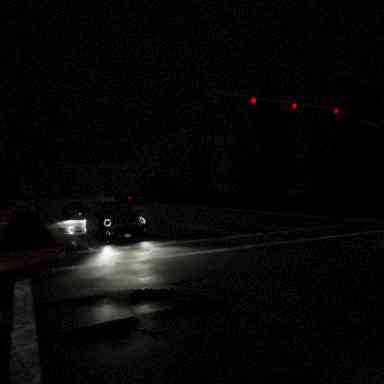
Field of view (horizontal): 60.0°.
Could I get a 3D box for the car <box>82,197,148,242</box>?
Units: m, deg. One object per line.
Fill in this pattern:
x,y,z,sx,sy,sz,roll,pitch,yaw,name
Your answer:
-3.794,1.305,16.338,2.097,1.767,4.553,-2,1,-27,car

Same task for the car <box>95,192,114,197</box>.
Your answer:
-13.247,1.103,50.363,2.150,2.045,5.566,-2,1,-27,car

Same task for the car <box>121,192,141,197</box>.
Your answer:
-9.351,1.018,50.410,2.150,2.045,5.566,-2,1,-27,car

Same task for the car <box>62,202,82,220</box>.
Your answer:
-9.706,1.553,27.891,1.994,1.385,4.181,-2,1,-27,car
